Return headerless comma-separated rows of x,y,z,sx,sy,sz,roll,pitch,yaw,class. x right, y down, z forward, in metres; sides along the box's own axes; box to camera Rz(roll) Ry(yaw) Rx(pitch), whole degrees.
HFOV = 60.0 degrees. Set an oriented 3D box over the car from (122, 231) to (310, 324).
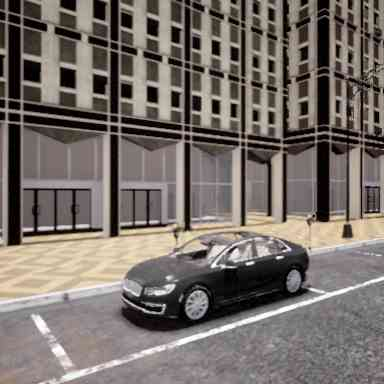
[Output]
0.700,1.550,7.059,4.403,1.369,2.008,0,0,-36,car
